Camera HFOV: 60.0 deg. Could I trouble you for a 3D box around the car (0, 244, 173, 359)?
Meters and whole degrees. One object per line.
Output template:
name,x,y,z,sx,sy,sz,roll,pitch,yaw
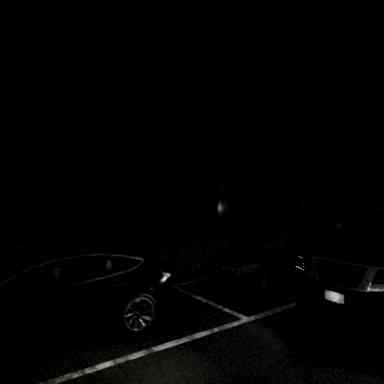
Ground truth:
car,-2.323,1.560,5.108,4.313,1.339,1.947,0,0,-35

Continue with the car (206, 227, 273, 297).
car,2.292,1.543,8.400,4.206,1.307,1.802,0,0,-35

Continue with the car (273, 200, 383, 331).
car,4.337,1.182,6.465,5.566,2.045,2.150,0,0,-35

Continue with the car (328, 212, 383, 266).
car,6.907,1.492,11.691,4.313,1.339,1.947,0,0,-35
